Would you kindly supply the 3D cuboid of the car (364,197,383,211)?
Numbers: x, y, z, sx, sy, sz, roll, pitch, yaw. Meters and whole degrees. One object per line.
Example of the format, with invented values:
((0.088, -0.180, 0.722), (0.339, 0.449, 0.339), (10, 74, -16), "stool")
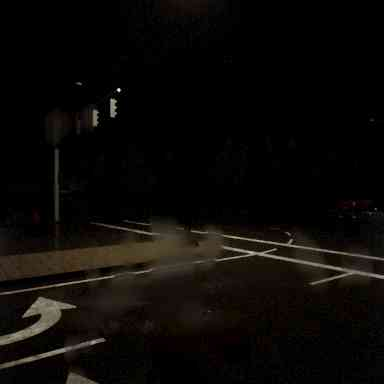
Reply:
((22.821, 1.547, 38.873), (5.357, 1.411, 2.033), (0, 0, -35), "car")

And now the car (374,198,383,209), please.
((27.424, 1.564, 46.433), (4.181, 1.385, 1.994), (0, 0, -36), "car")

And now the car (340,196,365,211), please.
((20.409, 1.352, 41.405), (4.553, 1.767, 2.097), (0, 0, -36), "car")
